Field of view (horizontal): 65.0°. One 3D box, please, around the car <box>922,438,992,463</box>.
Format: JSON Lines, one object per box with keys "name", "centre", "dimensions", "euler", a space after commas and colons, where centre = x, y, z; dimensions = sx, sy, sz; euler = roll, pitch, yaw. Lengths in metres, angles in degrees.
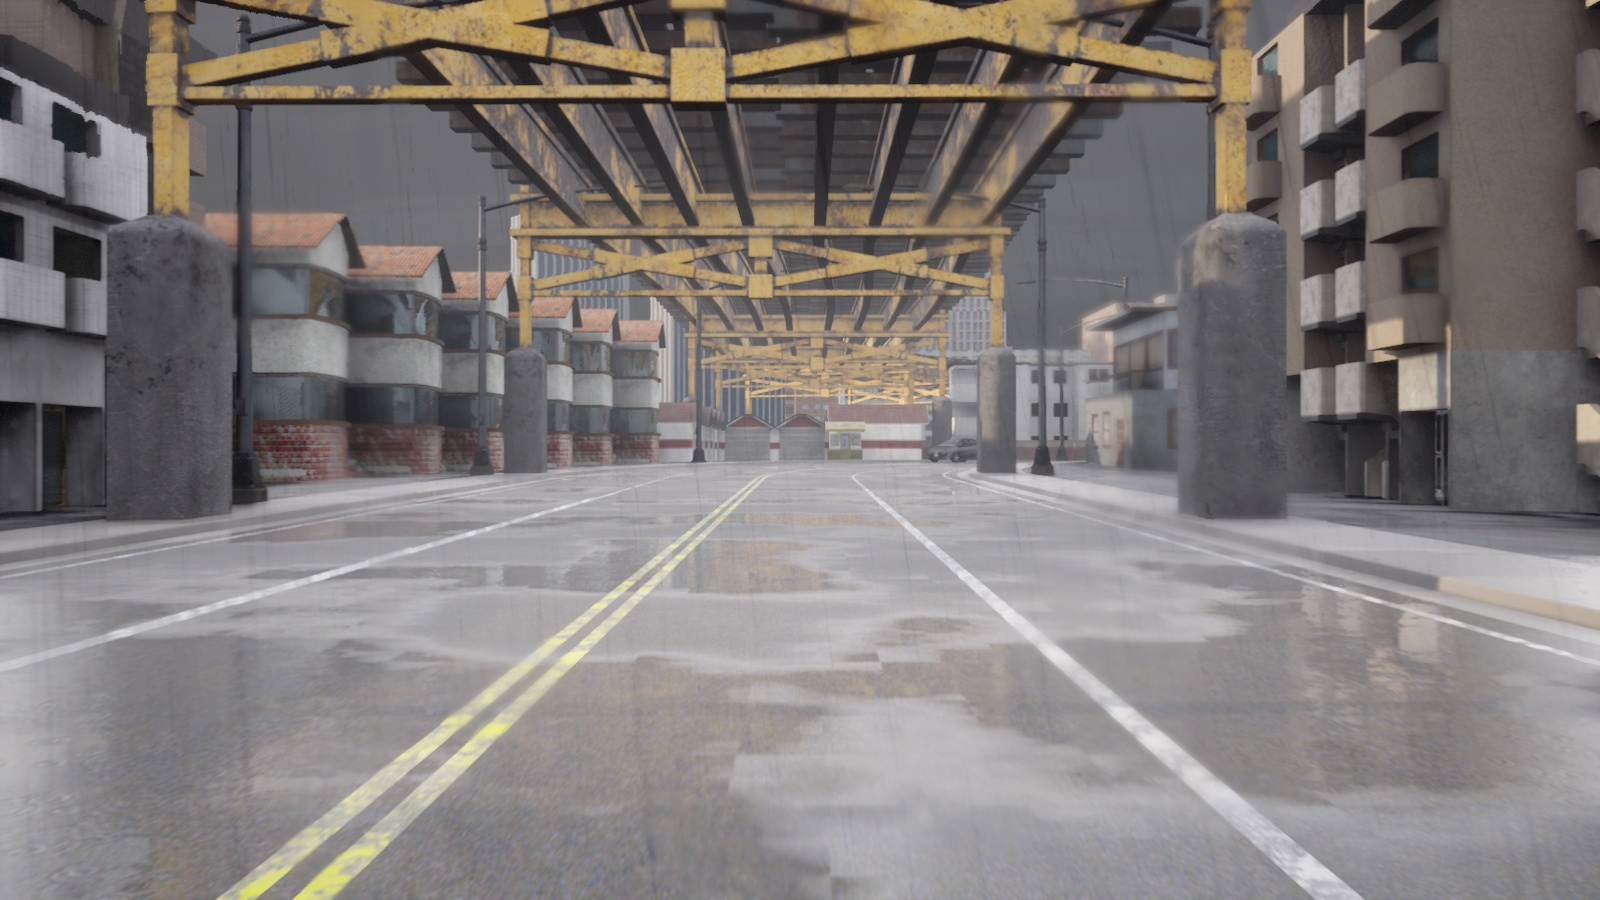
{"name": "car", "centre": [9.910, 0.010, 78.949], "dimensions": [2.007, 1.525, 4.514], "euler": [0, 0, 45]}
